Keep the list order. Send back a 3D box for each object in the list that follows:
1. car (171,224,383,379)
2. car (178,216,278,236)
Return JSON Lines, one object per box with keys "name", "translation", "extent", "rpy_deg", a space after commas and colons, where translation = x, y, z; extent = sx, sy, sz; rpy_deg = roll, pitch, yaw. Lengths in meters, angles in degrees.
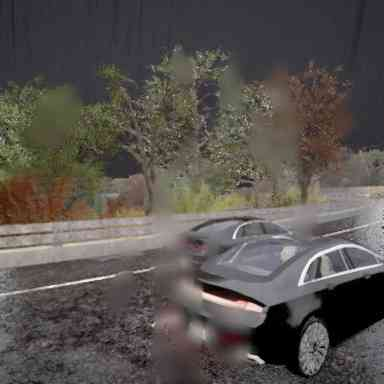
{"name": "car", "translation": [1.992, 1.468, 5.534], "extent": [4.902, 1.511, 2.128], "rpy_deg": [-1, 0, -38]}
{"name": "car", "translation": [1.667, 1.476, 9.773], "extent": [4.892, 1.490, 1.837], "rpy_deg": [-1, 0, -40]}
